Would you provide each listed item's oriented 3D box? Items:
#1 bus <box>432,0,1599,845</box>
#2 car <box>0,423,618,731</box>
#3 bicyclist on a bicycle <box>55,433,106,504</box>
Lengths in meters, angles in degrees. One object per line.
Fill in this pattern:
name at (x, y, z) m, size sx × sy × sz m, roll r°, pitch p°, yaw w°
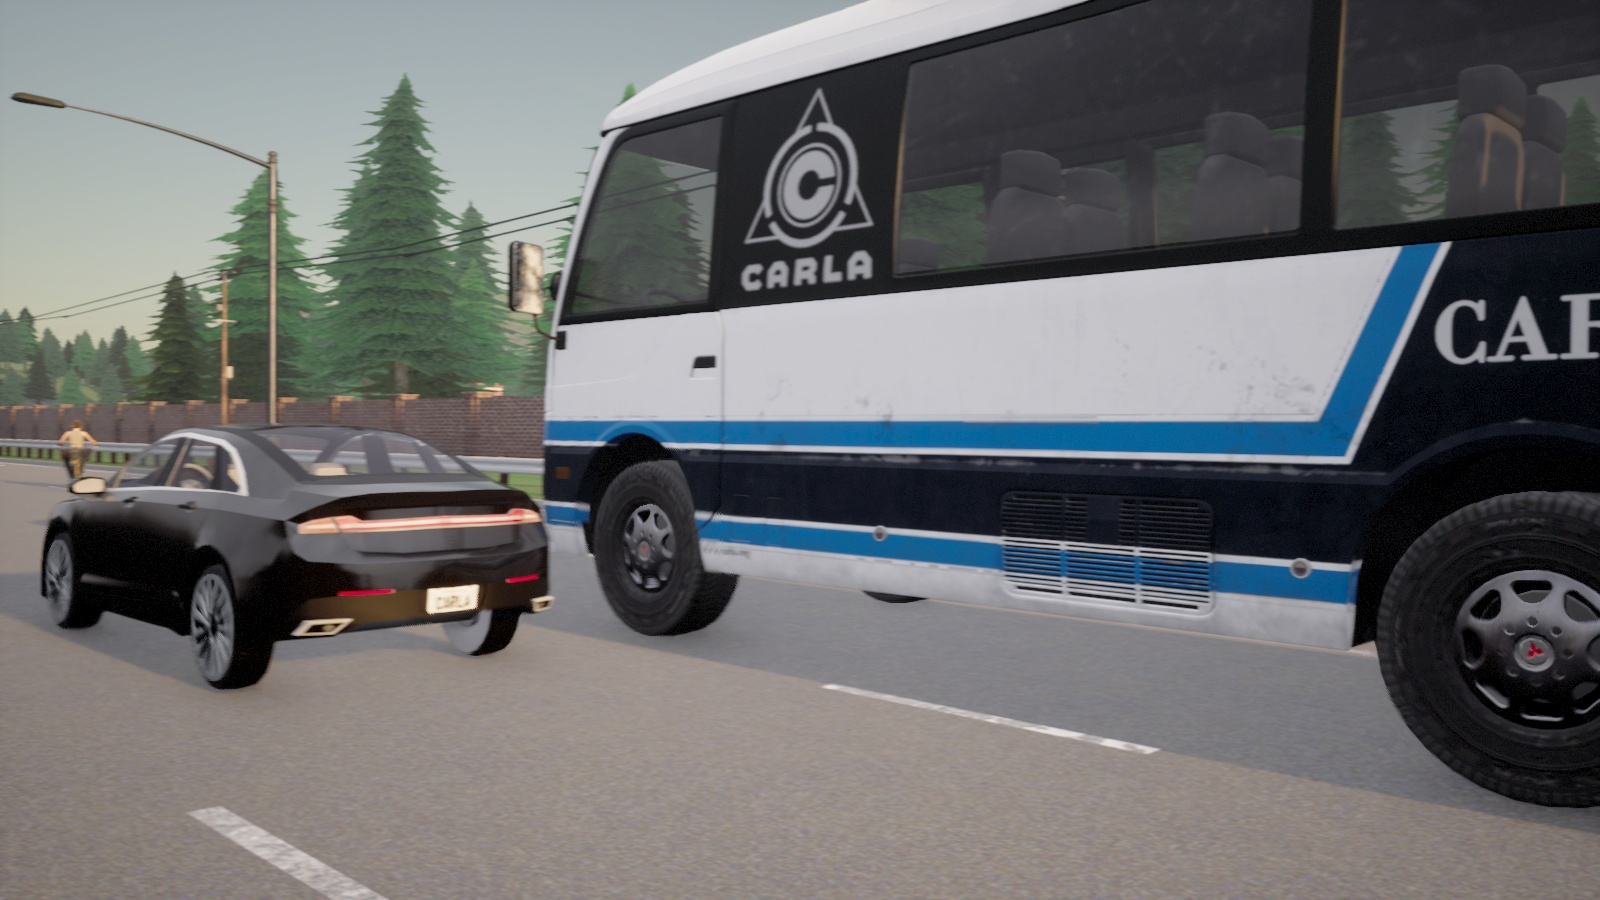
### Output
bus at (2.111, -0.776, 7.863) m, size 10.273 × 4.253 × 3.944 m, roll 0°, pitch 1°, yaw 45°
car at (-3.610, 0.598, 8.630) m, size 4.902 × 1.511 × 2.128 m, roll 0°, pitch 1°, yaw 45°
bicyclist on a bicycle at (-16.903, 0.405, 29.512) m, size 0.866 × 1.612 × 1.509 m, roll -1°, pitch 1°, yaw -24°
